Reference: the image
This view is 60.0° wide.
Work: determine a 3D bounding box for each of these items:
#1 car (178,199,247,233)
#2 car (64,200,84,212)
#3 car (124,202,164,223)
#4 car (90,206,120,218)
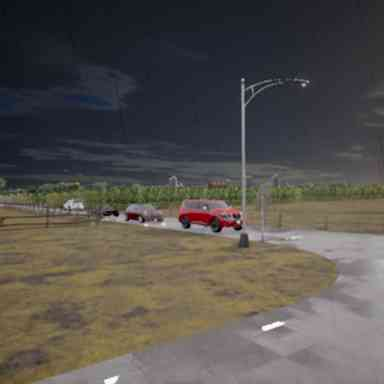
[{"bbox_3d":[1.229,1.532,22.507,2.150,2.045,5.566,0,-1,-36],"label":"car"},{"bbox_3d":[-20.680,2.342,58.082,2.150,2.045,5.566,0,-1,-36],"label":"car"},{"bbox_3d":[-4.424,1.848,30.393,2.097,1.767,4.553,0,-1,-36],"label":"car"},{"bbox_3d":[-9.996,2.283,38.162,1.895,1.301,4.718,0,-1,-36],"label":"car"}]
